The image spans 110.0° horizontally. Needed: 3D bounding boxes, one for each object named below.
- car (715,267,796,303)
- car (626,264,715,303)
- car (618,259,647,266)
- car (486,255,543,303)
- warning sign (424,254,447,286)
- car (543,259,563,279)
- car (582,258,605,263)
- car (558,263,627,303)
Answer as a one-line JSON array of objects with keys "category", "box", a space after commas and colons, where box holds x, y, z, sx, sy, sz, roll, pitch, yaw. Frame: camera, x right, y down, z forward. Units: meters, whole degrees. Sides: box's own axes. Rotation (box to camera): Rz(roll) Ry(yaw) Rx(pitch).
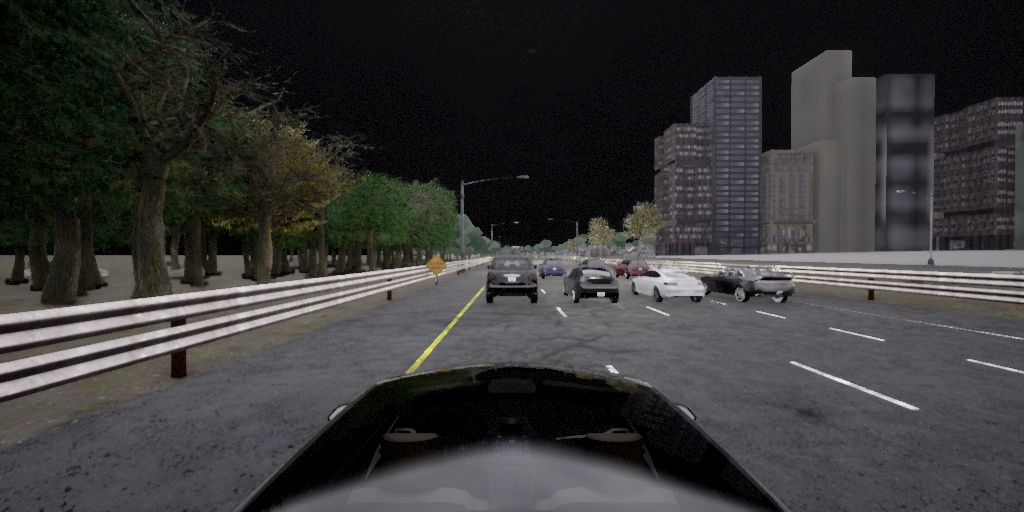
[{"category": "car", "box": [10.500, 1.226, 16.499, 2.128, 1.511, 4.902, 0, 0, 0]}, {"category": "car", "box": [7.000, 1.263, 16.499, 1.812, 1.442, 4.674, 0, 0, 0]}, {"category": "car", "box": [10.500, 1.045, 31.467, 2.097, 1.767, 4.553, 0, 0, 0]}, {"category": "car", "box": [0.000, 0.988, 16.528, 2.150, 2.045, 5.566, 0, 0, 0]}, {"category": "warning sign", "box": [-4.550, 0.832, 21.602, 1.300, 1.860, 1.060, 0, 0, 0]}, {"category": "car", "box": [3.500, 1.045, 31.467, 2.097, 1.767, 4.553, 0, 0, 0]}, {"category": "car", "box": [7.000, 1.045, 31.467, 2.097, 1.767, 4.553, 0, 0, 0]}, {"category": "car", "box": [3.500, 1.246, 16.499, 1.837, 1.490, 4.892, 0, 0, 0]}]
